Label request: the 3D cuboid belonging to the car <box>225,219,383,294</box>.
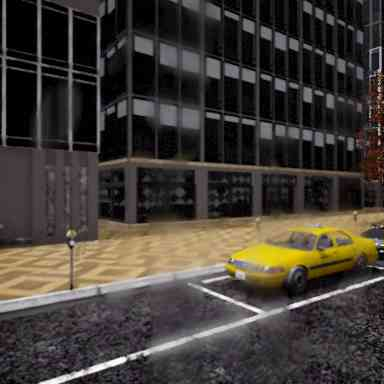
[{"bbox_3d":[3.040,1.511,8.728,4.829,1.417,1.752,0,0,-36],"label":"car"}]
